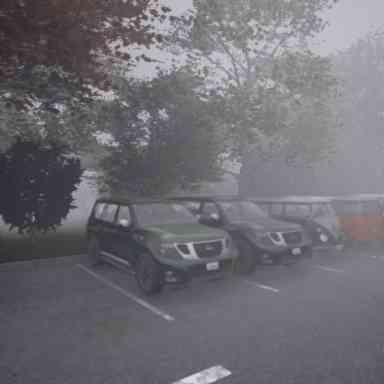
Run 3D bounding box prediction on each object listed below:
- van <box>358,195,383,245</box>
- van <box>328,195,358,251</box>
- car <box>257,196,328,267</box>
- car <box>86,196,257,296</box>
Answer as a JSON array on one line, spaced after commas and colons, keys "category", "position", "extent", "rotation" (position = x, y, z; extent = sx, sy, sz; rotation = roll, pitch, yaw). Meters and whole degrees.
[{"category": "van", "position": [5.510, 1.155, 14.126], "extent": [1.878, 1.987, 4.442], "rotation": [-1, 0, -35]}, {"category": "van", "position": [3.390, 1.177, 12.329], "extent": [1.878, 1.987, 4.442], "rotation": [-1, 0, -35]}, {"category": "car", "position": [1.083, 1.173, 10.794], "extent": [2.435, 2.045, 5.566], "rotation": [-1, 0, -35]}, {"category": "car", "position": [-1.173, 1.195, 9.186], "extent": [2.435, 2.045, 5.566], "rotation": [-1, 0, -35]}]
